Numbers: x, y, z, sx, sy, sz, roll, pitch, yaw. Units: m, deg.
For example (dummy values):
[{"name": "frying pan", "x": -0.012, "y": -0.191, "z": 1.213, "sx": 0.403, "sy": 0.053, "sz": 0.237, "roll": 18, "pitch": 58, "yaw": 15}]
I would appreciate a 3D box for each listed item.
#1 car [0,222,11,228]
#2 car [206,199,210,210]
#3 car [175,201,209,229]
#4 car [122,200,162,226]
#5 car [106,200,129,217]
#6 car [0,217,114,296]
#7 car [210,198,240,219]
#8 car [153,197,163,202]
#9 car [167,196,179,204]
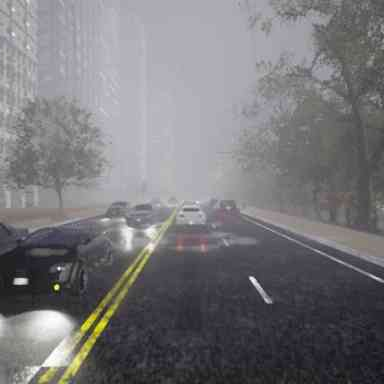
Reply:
[{"name": "car", "x": -6.666, "y": 1.578, "z": 9.715, "sx": 2.033, "sy": 1.411, "sz": 5.357, "roll": 0, "pitch": 0, "yaw": 0}, {"name": "car", "x": 2.968, "y": 1.594, "z": 44.137, "sx": 1.837, "sy": 1.490, "sz": 4.892, "roll": 0, "pitch": 0, "yaw": 0}, {"name": "car", "x": -0.059, "y": 1.567, "z": 21.711, "sx": 1.812, "sy": 1.442, "sz": 4.674, "roll": 0, "pitch": 0, "yaw": 0}, {"name": "car", "x": -3.500, "y": 1.580, "z": 24.129, "sx": 1.812, "sy": 1.442, "sz": 4.674, "roll": 0, "pitch": 0, "yaw": 0}, {"name": "car", "x": -6.749, "y": 1.584, "z": 31.392, "sx": 1.837, "sy": 1.490, "sz": 4.892, "roll": 0, "pitch": -1, "yaw": 0}, {"name": "car", "x": -3.397, "y": 1.587, "z": 8.600, "sx": 1.994, "sy": 1.385, "sz": 4.181, "roll": 0, "pitch": 0, "yaw": 0}, {"name": "car", "x": 3.085, "y": 1.406, "z": 30.219, "sx": 2.097, "sy": 1.767, "sz": 4.553, "roll": 0, "pitch": 0, "yaw": 0}, {"name": "car", "x": -7.014, "y": 1.747, "z": 66.773, "sx": 1.994, "sy": 1.385, "sz": 4.181, "roll": 0, "pitch": 0, "yaw": 0}, {"name": "car", "x": -3.764, "y": 1.546, "z": 66.841, "sx": 2.097, "sy": 1.767, "sz": 4.553, "roll": 0, "pitch": 0, "yaw": 0}]
